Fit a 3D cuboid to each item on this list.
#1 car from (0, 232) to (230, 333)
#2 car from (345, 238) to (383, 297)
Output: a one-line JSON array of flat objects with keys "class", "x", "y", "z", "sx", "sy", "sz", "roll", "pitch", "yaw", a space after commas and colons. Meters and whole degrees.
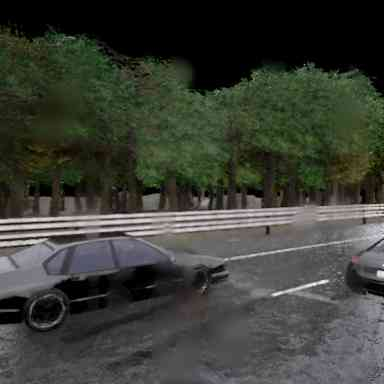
[{"class": "car", "x": -1.741, "y": 1.552, "z": 6.804, "sx": 5.357, "sy": 1.411, "sz": 2.033, "roll": 0, "pitch": 0, "yaw": -35}, {"class": "car", "x": 5.381, "y": 1.580, "z": 7.584, "sx": 4.181, "sy": 1.385, "sz": 1.994, "roll": 0, "pitch": 0, "yaw": -35}]
